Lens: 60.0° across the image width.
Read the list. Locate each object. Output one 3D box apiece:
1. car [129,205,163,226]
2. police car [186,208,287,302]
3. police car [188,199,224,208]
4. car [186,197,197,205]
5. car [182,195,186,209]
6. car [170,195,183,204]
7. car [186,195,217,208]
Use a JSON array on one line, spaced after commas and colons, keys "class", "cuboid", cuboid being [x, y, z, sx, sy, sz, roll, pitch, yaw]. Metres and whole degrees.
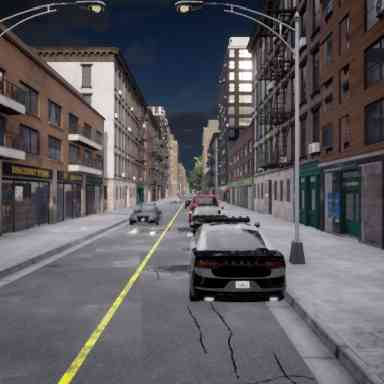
[{"class": "car", "cuboid": [-3.139, 1.576, 23.300, 1.994, 1.385, 4.181, 0, 0, 0]}, {"class": "police car", "cuboid": [0.886, 1.427, 8.440, 1.930, 1.638, 5.238, 0, 0, 0]}, {"class": "police car", "cuboid": [0.870, 1.434, 18.440, 1.930, 1.638, 5.238, 0, 0, 0]}, {"class": "car", "cuboid": [-0.099, 1.630, 59.885, 1.994, 1.385, 4.181, 0, 0, 0]}, {"class": "car", "cuboid": [-0.064, 1.548, 46.494, 1.837, 1.490, 4.892, 0, 0, 0]}, {"class": "car", "cuboid": [-3.145, 1.600, 64.457, 1.812, 1.442, 4.674, 0, 0, 1]}, {"class": "car", "cuboid": [0.860, 1.239, 24.361, 2.150, 2.045, 5.566, 0, 0, 0]}]
